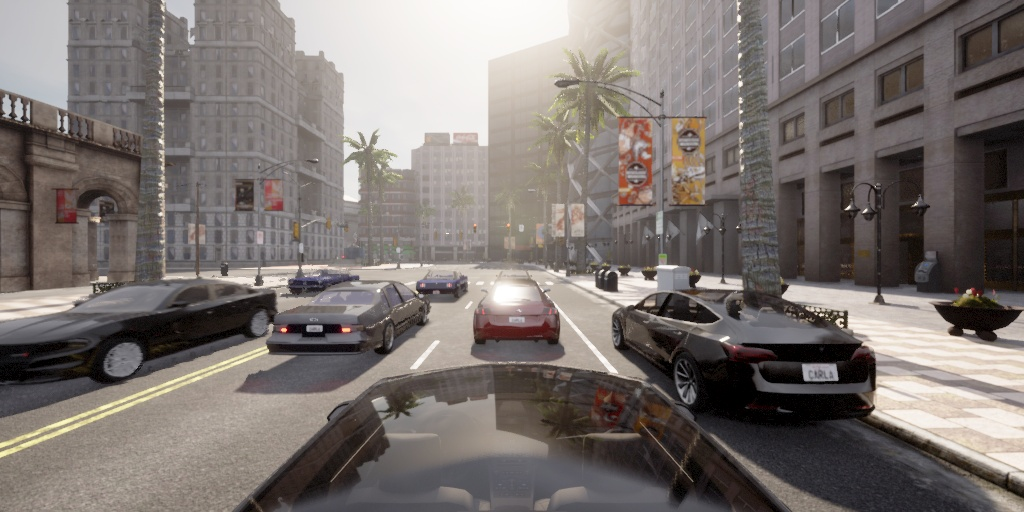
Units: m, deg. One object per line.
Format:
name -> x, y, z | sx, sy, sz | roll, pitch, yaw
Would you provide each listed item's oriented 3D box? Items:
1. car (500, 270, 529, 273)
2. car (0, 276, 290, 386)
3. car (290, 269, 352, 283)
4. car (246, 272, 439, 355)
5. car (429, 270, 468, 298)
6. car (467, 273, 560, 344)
car -> 0.105, 1.348, 18.376 | 1.895, 1.301, 4.718 | 0, 0, 0
car -> -7.086, 1.227, 7.314 | 1.882, 1.535, 5.008 | 0, 0, 0
car -> -10.495, 1.403, 20.363 | 1.895, 1.301, 4.718 | 0, 0, 0
car -> -3.400, 1.296, 8.686 | 2.033, 1.411, 5.357 | 0, 0, 0
car -> -3.396, 1.348, 18.335 | 1.895, 1.301, 4.718 | 0, 0, 0
car -> 0.103, 1.313, 9.568 | 1.994, 1.385, 4.181 | 0, 0, 0
